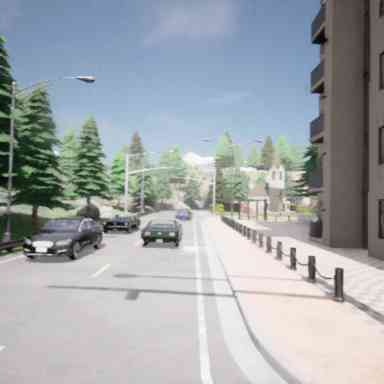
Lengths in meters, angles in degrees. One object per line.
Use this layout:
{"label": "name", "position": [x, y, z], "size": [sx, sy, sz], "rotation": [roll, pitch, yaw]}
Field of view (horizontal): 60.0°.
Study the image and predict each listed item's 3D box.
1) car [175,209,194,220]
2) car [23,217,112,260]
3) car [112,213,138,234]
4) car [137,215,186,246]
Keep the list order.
{"label": "car", "position": [-0.985, 2.881, 43.336], "size": [2.033, 1.411, 5.357], "rotation": [1, -2, 7]}
{"label": "car", "position": [-5.192, 1.819, 14.015], "size": [2.128, 1.511, 4.902], "rotation": [1, -2, 1]}
{"label": "car", "position": [-5.049, 2.245, 24.181], "size": [1.895, 1.301, 4.718], "rotation": [1, -2, 1]}
{"label": "car", "position": [-1.541, 2.158, 18.464], "size": [1.895, 1.301, 4.718], "rotation": [1, -2, 1]}
